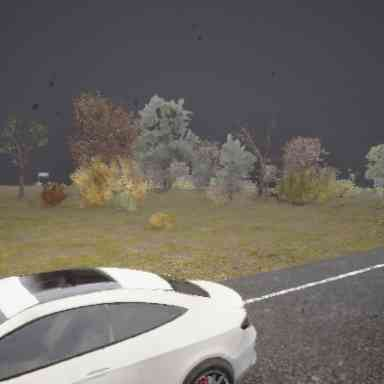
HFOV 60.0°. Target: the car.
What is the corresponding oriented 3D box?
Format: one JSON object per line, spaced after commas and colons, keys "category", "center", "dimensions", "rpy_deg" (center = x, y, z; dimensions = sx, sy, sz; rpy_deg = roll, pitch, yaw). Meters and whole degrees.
{"category": "car", "center": [-1.419, 1.526, 3.012], "dimensions": [4.674, 1.442, 1.812], "rpy_deg": [0, 0, -36]}
